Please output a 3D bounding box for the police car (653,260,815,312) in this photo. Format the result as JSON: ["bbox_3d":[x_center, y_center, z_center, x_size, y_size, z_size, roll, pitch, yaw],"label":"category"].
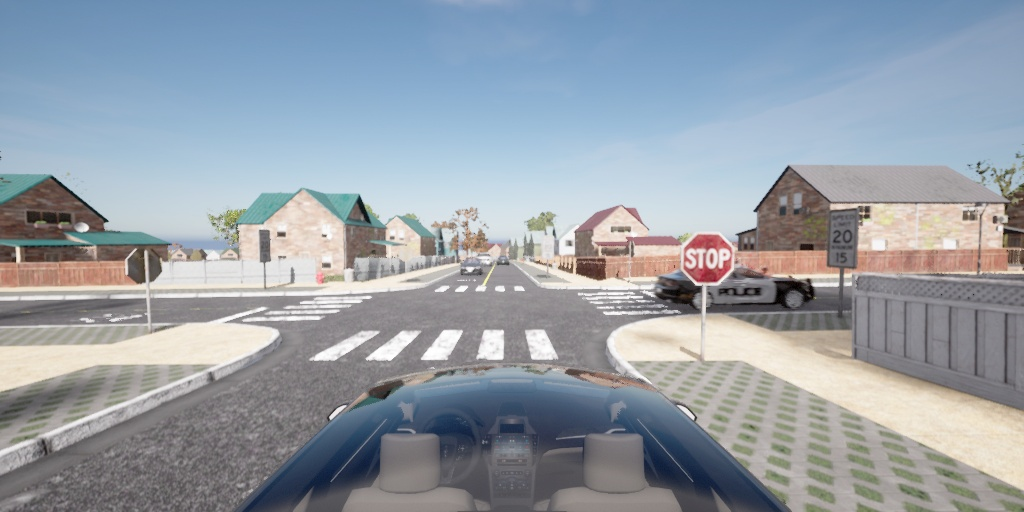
[{"bbox_3d":[7.695,0.948,12.579,5.238,1.638,1.930,-1,2,-1],"label":"police car"}]

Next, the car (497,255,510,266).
[{"bbox_3d":[-1.408,0.820,57.229,1.994,1.385,4.181,0,0,-2],"label":"car"}]

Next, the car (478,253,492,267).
[{"bbox_3d":[-4.063,0.507,51.875,2.150,2.045,5.566,0,0,-1],"label":"car"}]

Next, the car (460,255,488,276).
[{"bbox_3d":[-3.498,0.922,31.797,2.128,1.511,4.902,0,1,-2],"label":"car"}]
